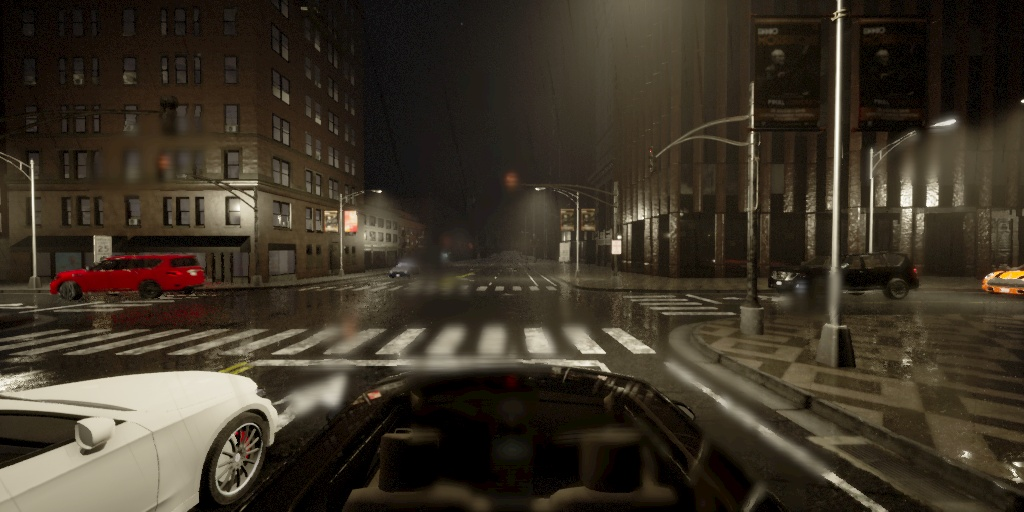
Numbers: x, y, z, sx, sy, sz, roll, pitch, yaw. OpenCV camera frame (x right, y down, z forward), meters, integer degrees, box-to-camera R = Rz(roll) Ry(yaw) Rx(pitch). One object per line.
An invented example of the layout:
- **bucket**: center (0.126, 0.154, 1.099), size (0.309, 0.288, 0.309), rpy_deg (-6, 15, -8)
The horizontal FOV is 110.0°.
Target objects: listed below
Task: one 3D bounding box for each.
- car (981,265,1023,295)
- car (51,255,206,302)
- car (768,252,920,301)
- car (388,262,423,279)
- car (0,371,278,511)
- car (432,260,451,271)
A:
- **car**: center (24.542, 0.960, 16.240), size (4.553, 1.767, 2.097), rpy_deg (0, 1, 0)
- **car**: center (-18.145, 0.987, 17.191), size (5.566, 2.045, 2.150), rpy_deg (-1, 2, -6)
- **car**: center (14.873, 0.867, 16.234), size (5.566, 2.045, 2.150), rpy_deg (0, 1, 1)
- **car**: center (-9.742, 1.301, 33.313), size (2.033, 1.411, 5.357), rpy_deg (0, 0, 0)
- **car**: center (-3.159, 1.276, 1.416), size (1.812, 1.442, 4.674), rpy_deg (0, 0, 2)
- **car**: center (-9.668, 1.302, 49.602), size (2.033, 1.411, 5.357), rpy_deg (0, 0, 1)
